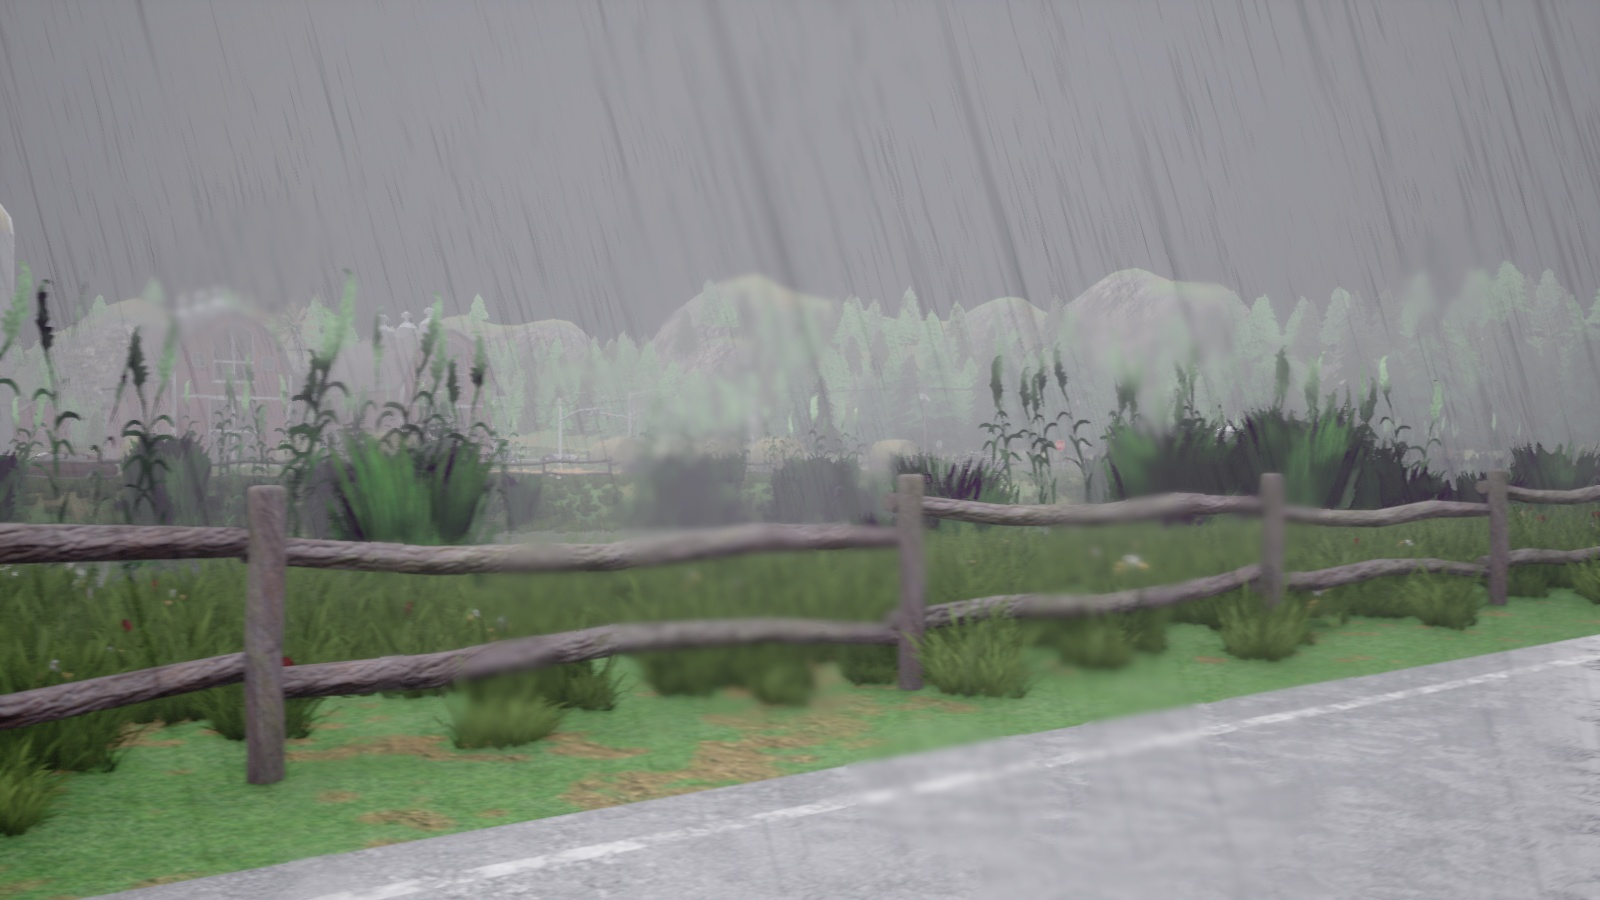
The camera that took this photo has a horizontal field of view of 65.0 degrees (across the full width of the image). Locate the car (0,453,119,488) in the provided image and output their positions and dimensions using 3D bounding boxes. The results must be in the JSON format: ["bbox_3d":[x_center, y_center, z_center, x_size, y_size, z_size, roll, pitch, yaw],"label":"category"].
[{"bbox_3d":[-34.447,0.910,57.978,5.008,1.535,1.882,0,0,-38],"label":"car"}]

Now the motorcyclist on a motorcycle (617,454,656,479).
[{"bbox_3d":[-10.051,1.010,77.253,2.191,1.530,0.866,0,0,-38],"label":"motorcyclist on a motorcycle"}]
